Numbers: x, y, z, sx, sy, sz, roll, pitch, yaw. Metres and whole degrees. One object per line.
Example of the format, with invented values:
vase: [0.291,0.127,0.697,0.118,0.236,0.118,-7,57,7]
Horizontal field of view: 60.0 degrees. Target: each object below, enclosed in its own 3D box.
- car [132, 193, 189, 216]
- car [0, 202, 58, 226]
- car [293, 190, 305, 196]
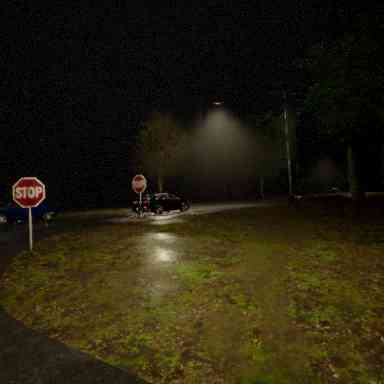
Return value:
car: [-2.114,0.840,23.621,2.128,1.511,4.902,-4,-1,35]
car: [-11.533,1.345,22.283,1.882,1.535,5.008,-4,-1,35]
car: [23.125,0.242,72.461,1.895,1.301,4.718,-4,-1,35]
